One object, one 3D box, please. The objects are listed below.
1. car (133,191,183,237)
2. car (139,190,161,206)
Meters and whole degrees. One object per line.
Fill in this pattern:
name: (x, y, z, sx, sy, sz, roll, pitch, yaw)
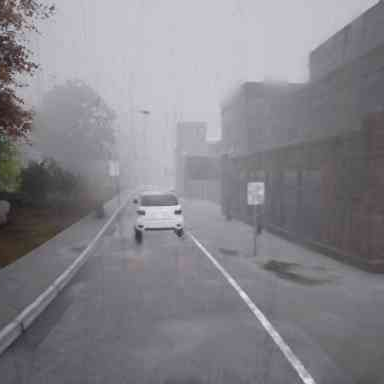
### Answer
car: (-1.732, 0.944, 16.599, 2.150, 2.045, 5.566, -1, 2, -8)
car: (-4.456, 0.579, 35.064, 2.033, 1.411, 5.357, -1, 2, -8)
